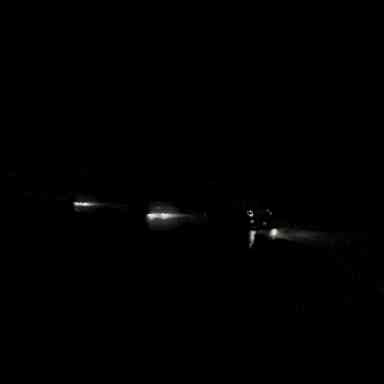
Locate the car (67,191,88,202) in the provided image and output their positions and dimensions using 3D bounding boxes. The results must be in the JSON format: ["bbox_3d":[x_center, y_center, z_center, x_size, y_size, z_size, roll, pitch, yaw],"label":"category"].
[{"bbox_3d":[-16.308,0.649,47.183,2.128,1.511,4.902,0,1,-35],"label":"car"}]

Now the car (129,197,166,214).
[{"bbox_3d":[-4.013,1.117,29.743,1.994,1.385,4.181,0,1,-36],"label":"car"}]

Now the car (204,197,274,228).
[{"bbox_3d":[2.747,1.120,20.218,2.097,1.767,4.553,0,1,-35],"label":"car"}]
